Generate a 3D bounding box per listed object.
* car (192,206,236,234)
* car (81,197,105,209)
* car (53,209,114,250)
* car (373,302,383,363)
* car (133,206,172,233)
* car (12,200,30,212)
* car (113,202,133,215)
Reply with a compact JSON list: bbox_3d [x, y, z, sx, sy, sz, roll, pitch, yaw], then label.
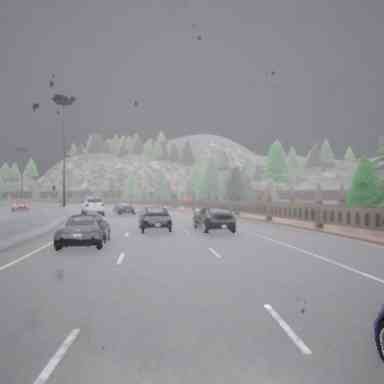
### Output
[{"bbox_3d":[1.271,1.651,20.500,1.837,1.490,4.892,0,-1,-11],"label":"car"},{"bbox_3d":[-11.214,1.592,37.480,2.150,2.045,5.566,0,-1,-22],"label":"car"},{"bbox_3d":[-4.845,1.700,15.114,1.994,1.385,4.181,0,0,-9],"label":"car"},{"bbox_3d":[3.401,1.529,2.555,1.812,1.442,4.674,0,0,-1],"label":"car"},{"bbox_3d":[-2.421,1.662,21.083,2.128,1.511,4.902,0,0,-12],"label":"car"},{"bbox_3d":[-24.681,1.937,47.931,2.097,1.767,4.553,0,-1,-31],"label":"car"},{"bbox_3d":[-7.883,1.880,38.447,1.812,1.442,4.674,0,-1,-22],"label":"car"}]
